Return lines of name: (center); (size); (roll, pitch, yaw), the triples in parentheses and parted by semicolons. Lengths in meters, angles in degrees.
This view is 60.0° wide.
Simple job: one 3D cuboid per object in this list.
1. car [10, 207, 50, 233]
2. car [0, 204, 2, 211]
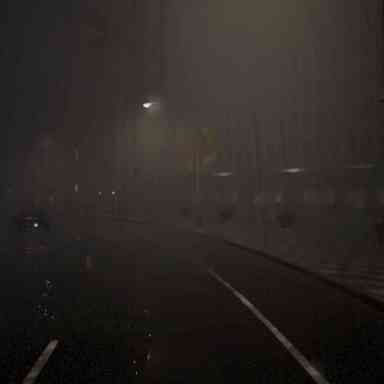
car: (-10.797, 1.777, 22.177); (1.837, 1.490, 4.892); (1, -1, -33)
car: (-30.907, 2.156, 51.097); (4.892, 1.521, 2.231); (-1, -1, 42)
